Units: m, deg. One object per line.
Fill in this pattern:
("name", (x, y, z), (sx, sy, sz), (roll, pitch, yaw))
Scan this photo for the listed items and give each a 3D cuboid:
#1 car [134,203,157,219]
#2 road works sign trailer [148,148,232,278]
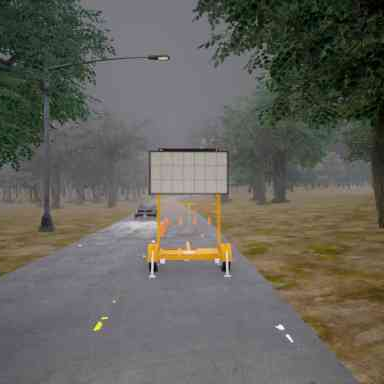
("car", (-3.969, 1.650, 29.395), (1.895, 1.301, 4.718), (0, 0, -4))
("road works sign trailer", (-0.097, 0.475, 10.220), (2.380, 3.560, 2.880), (0, 0, -2))
